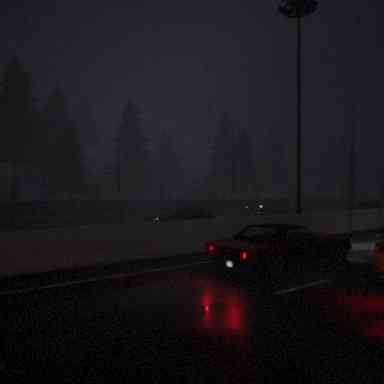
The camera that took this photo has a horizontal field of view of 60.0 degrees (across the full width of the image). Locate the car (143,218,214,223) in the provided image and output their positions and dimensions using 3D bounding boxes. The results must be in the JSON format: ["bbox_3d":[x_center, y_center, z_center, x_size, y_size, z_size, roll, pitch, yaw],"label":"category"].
[{"bbox_3d":[-0.754,1.526,20.649,4.674,1.442,1.812,0,0,-35],"label":"car"}]

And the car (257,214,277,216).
[{"bbox_3d":[6.990,1.352,30.461,4.553,1.767,2.097,0,0,-35],"label":"car"}]

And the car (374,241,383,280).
[{"bbox_3d":[6.590,1.478,8.446,5.008,1.535,1.882,0,0,-35],"label":"car"}]

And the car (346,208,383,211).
[{"bbox_3d":[14.437,1.507,27.177,4.892,1.490,1.837,0,0,-35],"label":"car"}]

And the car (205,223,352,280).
[{"bbox_3d":[2.785,1.601,10.029,4.718,1.301,1.895,0,0,-36],"label":"car"}]
